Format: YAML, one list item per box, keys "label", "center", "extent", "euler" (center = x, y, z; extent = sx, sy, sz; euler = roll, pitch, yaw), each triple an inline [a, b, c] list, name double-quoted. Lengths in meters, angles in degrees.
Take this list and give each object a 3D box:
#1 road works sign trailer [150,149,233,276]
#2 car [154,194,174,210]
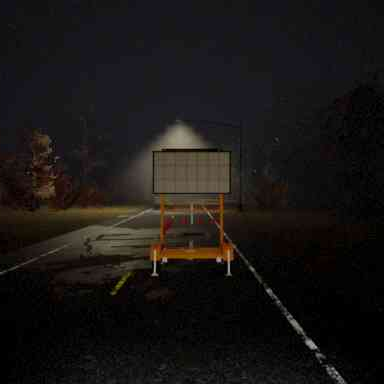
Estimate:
- label: "road works sign trailer"
  center: [-0.004, 0.463, 10.335]
  extent: [2.380, 3.560, 2.880]
  euler: [0, 0, 0]
- label: "car"
  center: [-3.512, 1.220, 42.459]
  extent: [2.150, 2.045, 5.566]
  euler: [0, 0, 0]
